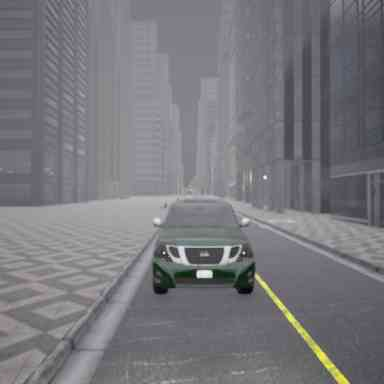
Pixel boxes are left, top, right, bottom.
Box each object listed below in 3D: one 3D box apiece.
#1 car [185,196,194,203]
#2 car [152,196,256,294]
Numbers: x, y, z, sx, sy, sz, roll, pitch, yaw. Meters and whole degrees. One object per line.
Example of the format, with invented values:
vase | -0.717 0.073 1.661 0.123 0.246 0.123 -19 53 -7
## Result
car | -0.504 1.503 69.844 1.812 1.442 4.674 0 0 -1
car | 0.231 1.218 9.123 2.150 2.045 5.566 0 0 0
